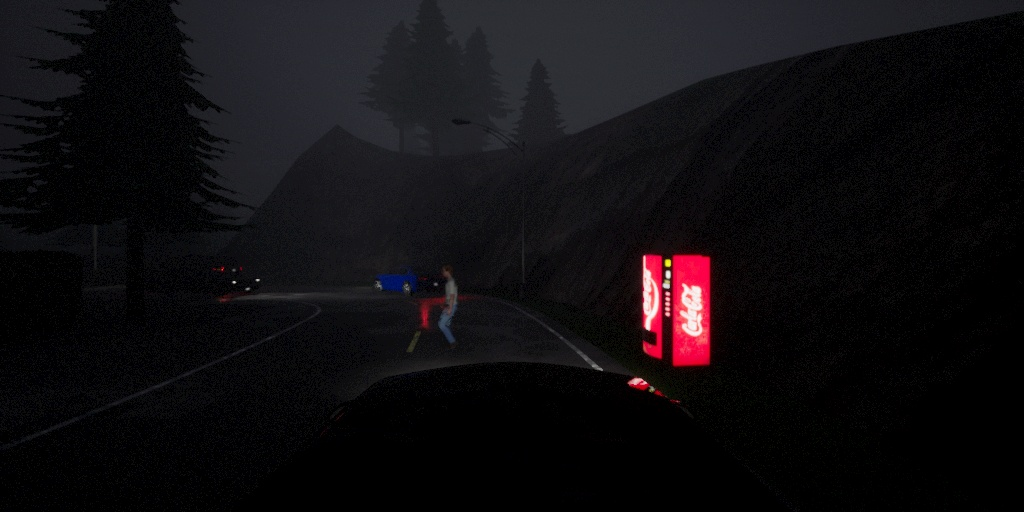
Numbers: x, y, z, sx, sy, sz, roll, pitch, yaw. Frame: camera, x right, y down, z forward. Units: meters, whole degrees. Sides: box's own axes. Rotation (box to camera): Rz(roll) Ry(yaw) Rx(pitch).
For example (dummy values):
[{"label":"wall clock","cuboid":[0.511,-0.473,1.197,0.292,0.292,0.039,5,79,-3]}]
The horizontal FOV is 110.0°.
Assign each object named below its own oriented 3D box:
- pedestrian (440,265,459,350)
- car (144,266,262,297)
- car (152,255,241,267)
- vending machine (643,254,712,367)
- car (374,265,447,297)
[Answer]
[{"label":"pedestrian","cuboid":[-1.268,1.042,7.576,0.375,1.860,0.375,0,0,-8]},{"label":"car","cuboid":[-15.468,1.346,18.157,4.718,1.301,1.895,0,0,4]},{"label":"car","cuboid":[-19.726,0.966,22.060,5.566,2.045,2.150,0,0,2]},{"label":"vending machine","cuboid":[3.204,0.944,7.052,1.100,2.100,0.880,0,0,-7]},{"label":"car","cuboid":[-5.511,1.223,19.131,5.008,1.535,1.882,0,0,44]}]
